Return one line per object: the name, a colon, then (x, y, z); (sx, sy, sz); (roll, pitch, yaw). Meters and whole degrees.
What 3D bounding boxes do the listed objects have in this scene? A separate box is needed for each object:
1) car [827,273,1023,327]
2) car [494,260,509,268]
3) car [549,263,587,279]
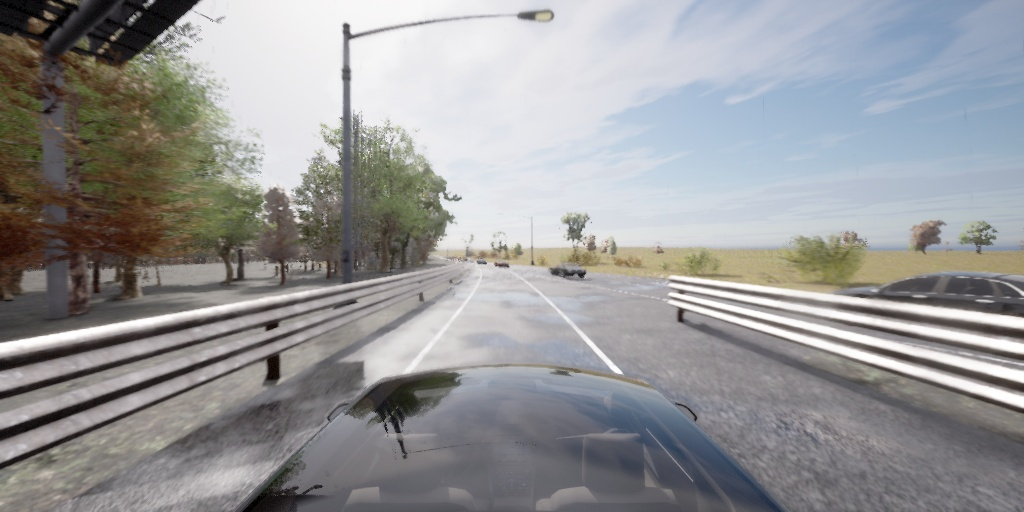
car: (10.178, 1.132, 8.342); (1.837, 1.490, 4.892); (0, 0, -13)
car: (-1.868, 1.347, 60.972); (1.895, 1.301, 4.718); (0, 0, -13)
car: (4.819, 1.285, 31.759); (1.895, 1.301, 4.718); (0, 0, -13)
